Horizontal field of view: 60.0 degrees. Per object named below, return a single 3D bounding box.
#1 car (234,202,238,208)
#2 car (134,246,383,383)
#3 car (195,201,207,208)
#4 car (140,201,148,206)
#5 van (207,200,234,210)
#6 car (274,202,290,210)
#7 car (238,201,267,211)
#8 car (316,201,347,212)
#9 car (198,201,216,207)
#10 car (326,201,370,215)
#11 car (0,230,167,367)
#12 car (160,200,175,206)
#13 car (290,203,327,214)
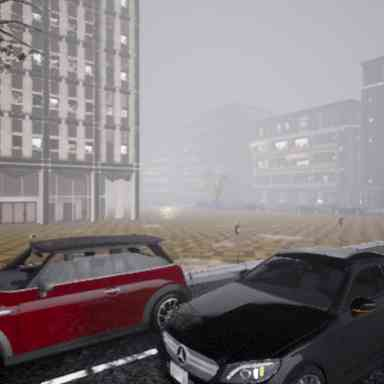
[{"bbox_3d":[10.043,2.486,68.541,1.967,1.590,4.097,-1,0,-36],"label":"car"},{"bbox_3d":[1.768,1.555,4.640,4.674,1.442,1.812,1,0,-36],"label":"car"},{"bbox_3d":[2.665,2.630,69.075,1.837,1.490,4.892,0,-1,-36],"label":"car"},{"bbox_3d":[-13.084,3.003,86.171,2.008,1.369,4.403,-1,0,-36],"label":"car"},{"bbox_3d":[5.216,2.337,60.863,1.690,1.788,3.998,-1,0,-36],"label":"van"},{"bbox_3d":[16.641,2.466,59.565,1.802,1.307,4.206,-1,0,-36],"label":"car"},{"bbox_3d":[10.138,2.417,53.978,1.887,1.381,4.507,-1,0,-36],"label":"car"},{"bbox_3d":[21.903,2.194,52.385,1.967,1.590,4.097,-1,0,-36],"label":"car"},{"bbox_3d":[3.507,2.791,77.557,1.802,1.307,4.206,-1,0,-36],"label":"car"},{"bbox_3d":[19.489,2.191,40.996,2.008,1.369,4.403,-1,0,-36],"label":"car"},{"bbox_3d":[-2.058,1.449,5.101,4.097,1.590,1.967,1,-1,-36],"label":"car"},{"bbox_3d":[-6.299,2.894,91.087,1.967,1.590,4.097,-1,0,-36],"label":"car"},{"bbox_3d":[16.221,2.271,45.506,2.008,1.369,4.403,-1,0,-36],"label":"car"}]
